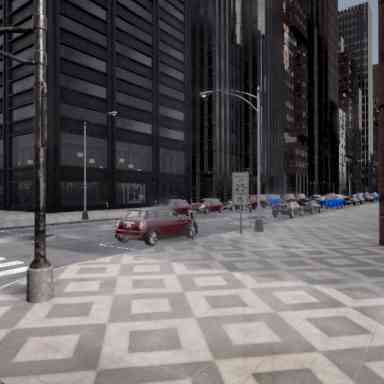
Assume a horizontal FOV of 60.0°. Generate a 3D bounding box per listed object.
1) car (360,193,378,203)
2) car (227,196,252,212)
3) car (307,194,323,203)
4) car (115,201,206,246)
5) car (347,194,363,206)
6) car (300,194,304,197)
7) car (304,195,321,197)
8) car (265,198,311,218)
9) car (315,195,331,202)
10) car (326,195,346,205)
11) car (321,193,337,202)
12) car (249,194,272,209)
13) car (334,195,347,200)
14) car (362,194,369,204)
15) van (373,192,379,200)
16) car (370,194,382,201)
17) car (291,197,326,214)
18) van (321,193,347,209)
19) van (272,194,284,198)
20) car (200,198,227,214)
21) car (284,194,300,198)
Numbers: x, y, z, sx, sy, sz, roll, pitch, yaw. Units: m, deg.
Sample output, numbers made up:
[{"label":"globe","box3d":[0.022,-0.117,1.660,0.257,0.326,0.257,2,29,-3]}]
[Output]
[{"label":"car","box3d":[34.582,1.370,65.275,1.887,1.381,4.507,0,0,36]},{"label":"car","box3d":[4.724,1.481,38.364,2.008,1.369,4.403,0,0,36]},{"label":"car","box3d":[24.377,1.305,65.687,1.967,1.590,4.097,0,0,36]},{"label":"car","box3d":[-1.446,1.393,15.186,1.967,1.590,4.097,0,0,36]},{"label":"car","box3d":[24.756,1.420,51.614,1.947,1.339,4.313,0,0,36]},{"label":"car","box3d":[17.825,1.199,56.578,2.192,1.841,5.009,0,0,36]},{"label":"car","box3d":[17.632,1.357,46.270,1.882,1.535,5.008,0,0,36]},{"label":"car","box3d":[8.380,1.463,28.847,2.008,1.369,4.403,0,0,36]},{"label":"car","box3d":[27.652,1.407,70.240,2.008,1.369,4.403,0,0,36]},{"label":"car","box3d":[23.744,1.351,54.762,2.128,1.511,4.902,0,0,35]},{"label":"car","box3d":[30.927,1.162,74.794,2.192,1.841,5.009,0,0,36]},{"label":"car","box3d":[7.999,1.233,42.917,2.192,1.841,5.009,0,0,36]},{"label":"car","box3d":[37.479,1.396,83.902,1.947,1.339,4.313,0,0,36]},{"label":"car","box3d":[28.031,1.409,56.168,1.947,1.339,4.313,0,0,36]},{"label":"van","box3d":[37.856,1.157,69.828,1.690,1.788,3.998,0,0,36]},{"label":"car","box3d":[41.132,1.247,74.381,1.967,1.590,4.097,0,0,36]},{"label":"car","box3d":[11.655,1.465,33.400,1.947,1.339,4.313,0,0,36]},{"label":"van","box3d":[18.205,1.217,42.507,1.690,1.788,3.998,0,0,36]},{"label":"van","box3d":[11.274,1.247,47.470,1.690,1.788,3.998,0,0,36]},{"label":"car","box3d":[1.448,1.383,33.810,1.967,1.590,4.097,0,0,36]},{"label":"car","box3d":[14.550,1.210,52.025,2.192,1.841,5.009,0,0,36]}]
